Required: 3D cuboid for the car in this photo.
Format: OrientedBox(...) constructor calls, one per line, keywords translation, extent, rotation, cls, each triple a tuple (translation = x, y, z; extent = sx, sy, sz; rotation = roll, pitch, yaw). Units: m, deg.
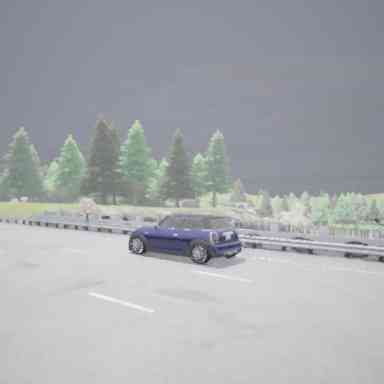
OrientedBox(translation=(-0.409, 1.632, 13.081), extent=(4.553, 1.767, 2.097), rotation=(0, -2, 37), cls="car")
